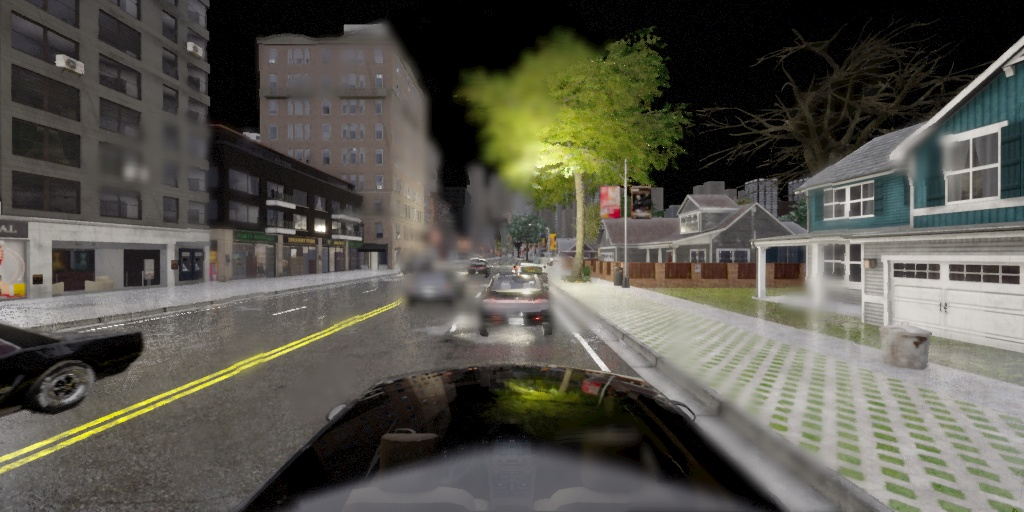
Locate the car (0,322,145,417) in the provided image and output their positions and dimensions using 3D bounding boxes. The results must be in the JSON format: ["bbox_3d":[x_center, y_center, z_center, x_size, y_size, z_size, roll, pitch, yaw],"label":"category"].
[{"bbox_3d":[-6.595,1.351,3.242,1.895,1.301,4.718,0,0,0],"label":"car"}]

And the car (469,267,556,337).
[{"bbox_3d":[0.131,1.239,10.315,2.128,1.511,4.902,0,0,0],"label":"car"}]

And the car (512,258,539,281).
[{"bbox_3d":[1.082,1.081,30.424,2.097,1.767,4.553,0,0,0],"label":"car"}]

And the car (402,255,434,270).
[{"bbox_3d":[-9.717,0.944,37.612,2.150,2.045,5.566,0,0,0],"label":"car"}]

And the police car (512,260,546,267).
[{"bbox_3d":[1.045,1.165,20.564,1.930,1.638,5.238,0,0,0],"label":"police car"}]

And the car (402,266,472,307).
[{"bbox_3d":[-3.099,1.308,15.388,1.994,1.385,4.181,0,0,0],"label":"car"}]

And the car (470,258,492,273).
[{"bbox_3d":[-3.027,1.230,34.438,1.837,1.490,4.892,0,0,0],"label":"car"}]
